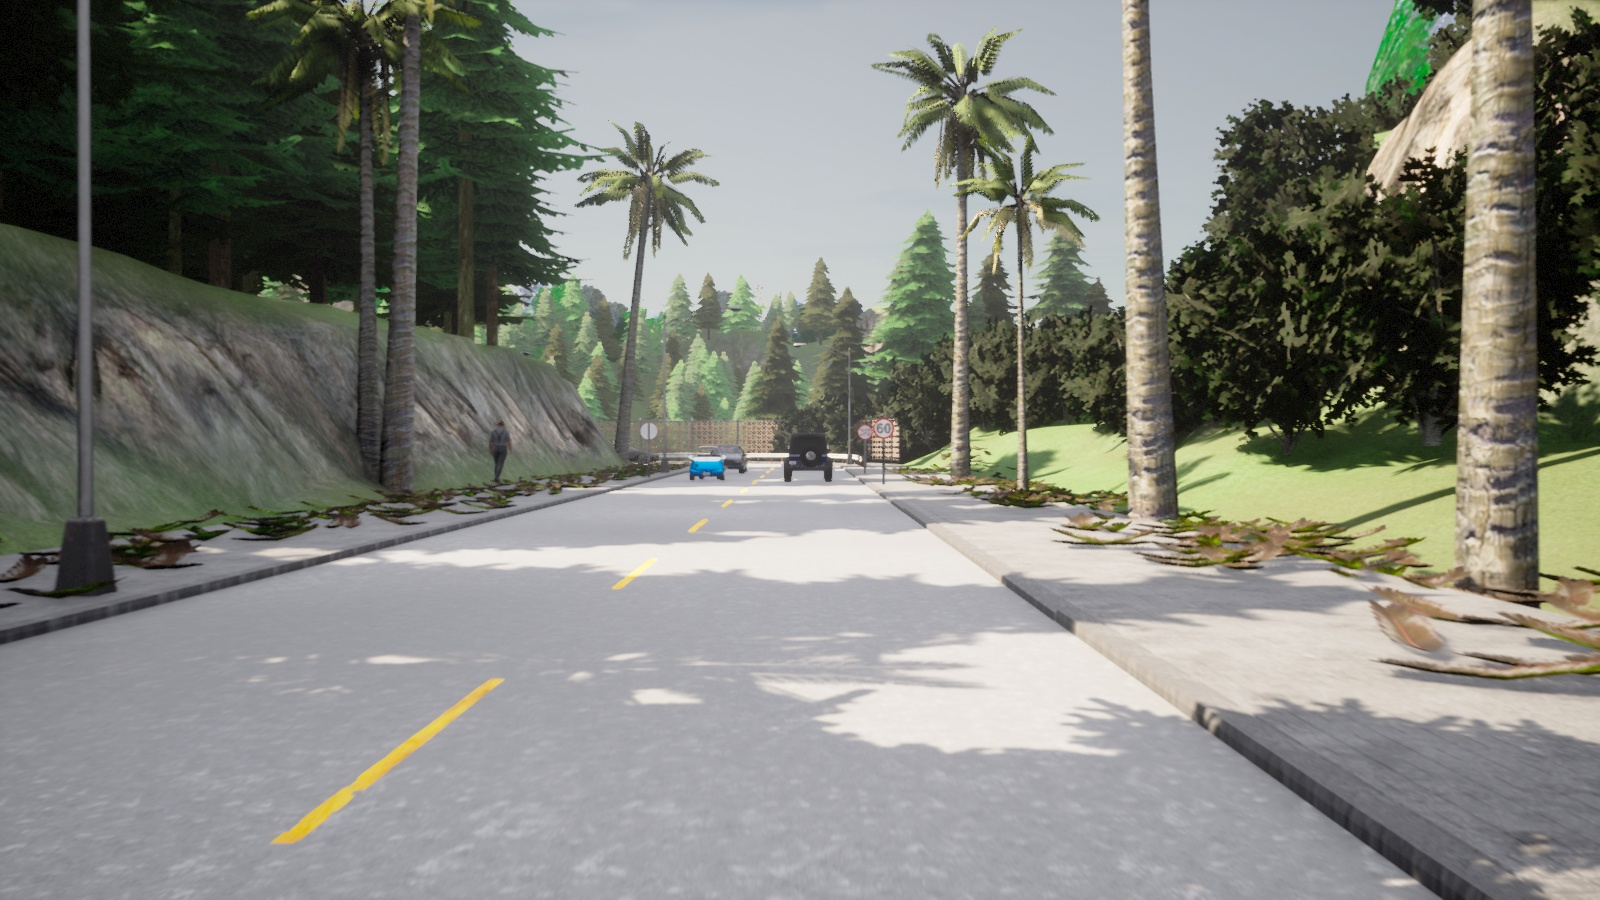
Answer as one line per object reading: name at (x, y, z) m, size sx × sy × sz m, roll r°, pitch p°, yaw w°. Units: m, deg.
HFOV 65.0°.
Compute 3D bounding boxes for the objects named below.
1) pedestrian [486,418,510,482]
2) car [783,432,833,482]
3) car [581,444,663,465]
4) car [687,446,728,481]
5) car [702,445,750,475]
pedestrian at (-8.807, 0.001, 36.673) m, size 0.540 × 1.848 × 0.694 m, roll 0°, pitch 0°, yaw 0°
car at (0.326, 0.263, 49.601) m, size 1.905 × 1.878 × 3.866 m, roll 0°, pitch 0°, yaw 0°
car at (-12.237, 0.297, 86.458) m, size 5.357 × 1.411 × 2.033 m, roll 0°, pitch 0°, yaw 0°
car at (-3.670, 0.515, 50.160) m, size 1.481 × 1.376 × 2.207 m, roll 0°, pitch 0°, yaw 0°
car at (-3.595, 0.440, 62.166) m, size 2.033 × 1.411 × 5.357 m, roll 0°, pitch 0°, yaw 0°
